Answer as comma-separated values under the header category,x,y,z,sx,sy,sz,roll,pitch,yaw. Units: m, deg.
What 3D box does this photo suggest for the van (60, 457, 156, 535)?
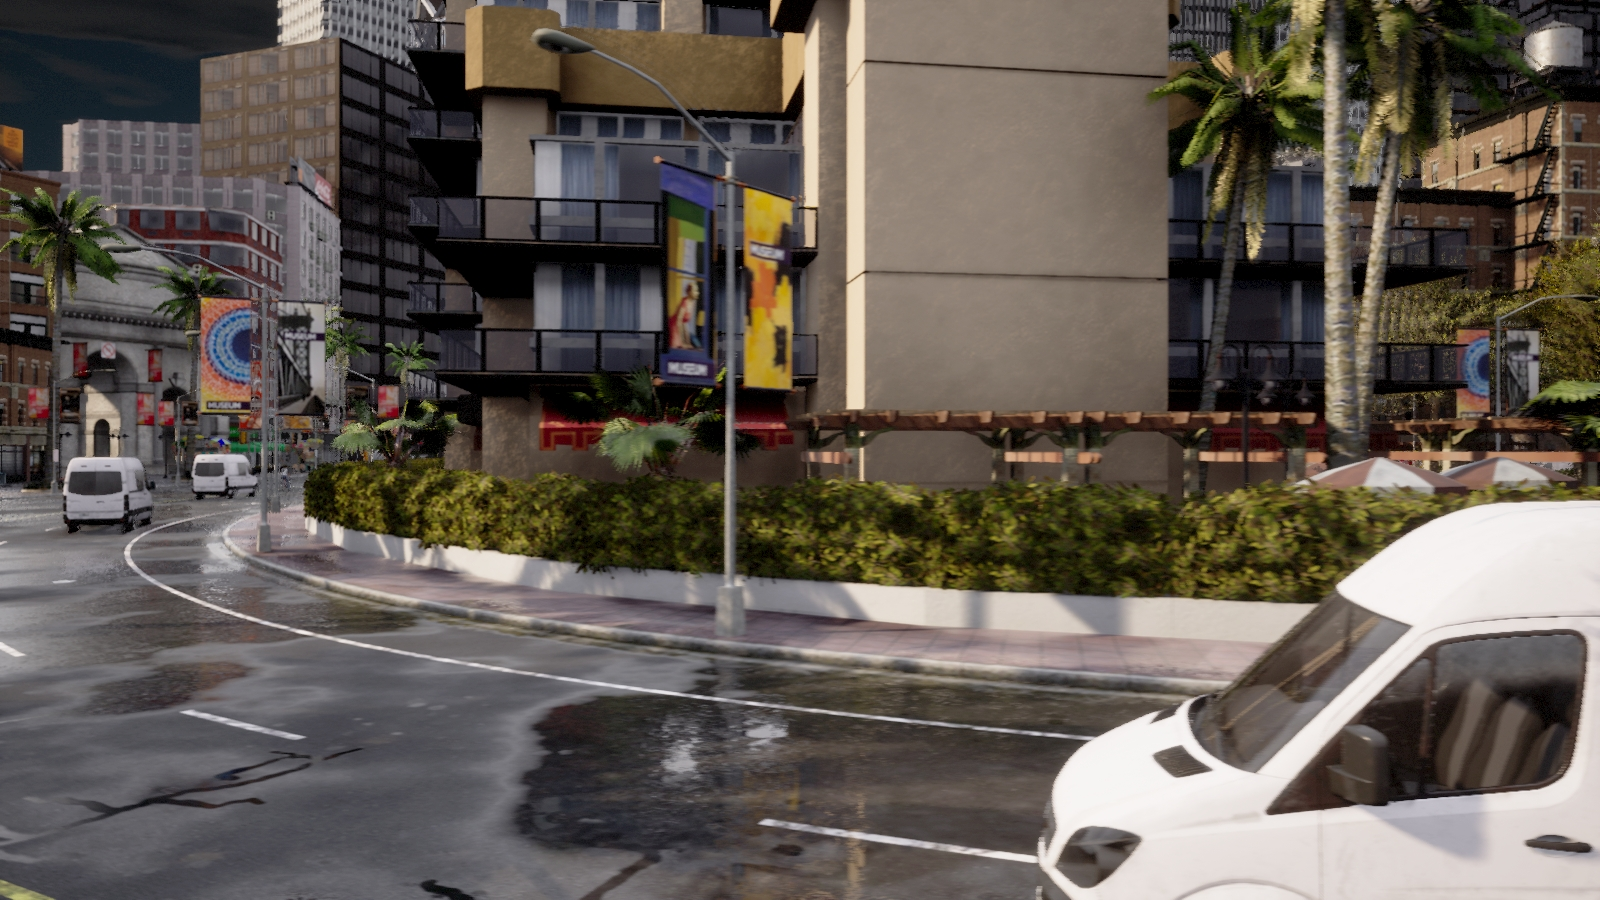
category,x,y,z,sx,sy,sz,roll,pitch,yaw
van,-24.718,1.544,41.031,1.988,2.561,5.915,0,0,-22

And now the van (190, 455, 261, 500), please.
category,x,y,z,sx,sy,sz,roll,pitch,yaw
van,-33.654,1.549,67.101,1.988,2.561,5.915,0,0,-8

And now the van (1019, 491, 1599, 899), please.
category,x,y,z,sx,sy,sz,roll,pitch,yaw
van,4.118,1.536,5.387,5.915,2.561,1.988,0,0,15
